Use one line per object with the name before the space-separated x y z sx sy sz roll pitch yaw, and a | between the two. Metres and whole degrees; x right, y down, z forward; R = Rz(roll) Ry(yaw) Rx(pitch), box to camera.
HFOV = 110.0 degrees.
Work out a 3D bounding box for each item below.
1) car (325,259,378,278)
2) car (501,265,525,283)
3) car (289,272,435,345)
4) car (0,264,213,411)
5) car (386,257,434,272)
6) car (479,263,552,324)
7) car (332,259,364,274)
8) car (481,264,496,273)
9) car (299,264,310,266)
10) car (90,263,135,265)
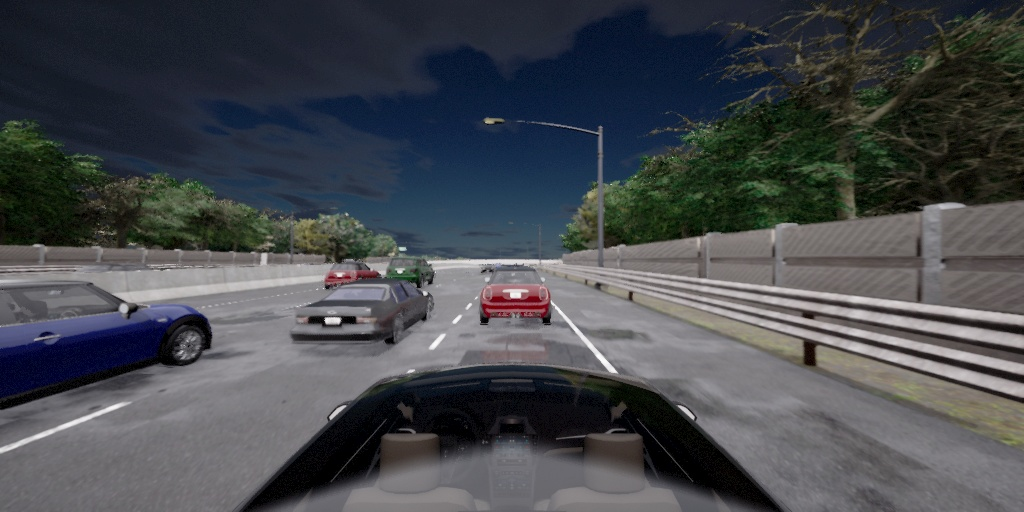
car | -10.394 1.213 23.748 2.097 1.767 4.553 0 -1 0
car | 0.108 1.513 31.563 1.994 1.385 4.181 0 -1 0
car | -3.498 1.312 9.500 2.033 1.411 5.357 0 0 0
car | -6.899 1.106 5.108 2.097 1.767 4.553 0 0 0
car | -6.894 1.092 24.763 2.150 2.045 5.566 0 -1 0
car | 0.103 1.129 12.179 2.097 1.767 4.553 0 0 0
car | -24.541 1.517 53.998 2.150 2.045 5.566 0 -1 1
car | -3.486 1.905 54.465 1.895 1.301 4.718 0 -1 0
car | -31.527 1.878 55.014 1.994 1.385 4.181 0 -1 1
car | -21.094 1.170 18.566 2.097 1.767 4.553 0 0 0
